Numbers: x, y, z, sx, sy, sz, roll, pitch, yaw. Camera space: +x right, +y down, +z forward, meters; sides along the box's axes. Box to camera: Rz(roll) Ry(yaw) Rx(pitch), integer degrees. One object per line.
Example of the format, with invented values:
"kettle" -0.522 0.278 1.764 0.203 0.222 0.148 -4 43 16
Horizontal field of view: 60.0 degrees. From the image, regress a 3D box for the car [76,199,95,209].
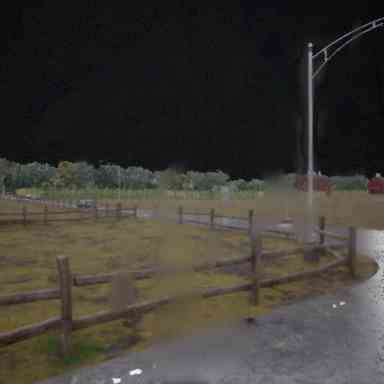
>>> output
"car" -16.397 1.838 51.592 2.033 1.411 5.357 -1 1 -35
